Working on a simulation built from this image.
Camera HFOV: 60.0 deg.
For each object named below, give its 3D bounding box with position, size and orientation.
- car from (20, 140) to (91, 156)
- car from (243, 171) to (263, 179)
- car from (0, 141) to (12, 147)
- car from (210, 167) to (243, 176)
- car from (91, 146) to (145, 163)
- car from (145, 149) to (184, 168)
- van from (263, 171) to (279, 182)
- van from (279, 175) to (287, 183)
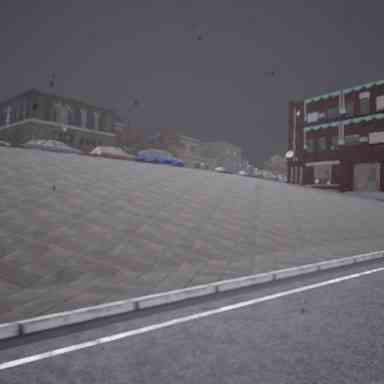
[{"bbox_3d":[-11.111,-3.330,26.685,4.892,1.521,2.231,2,-1,-44],"label":"car"},{"bbox_3d":[7.646,-2.171,47.199,2.002,1.452,4.674,1,-2,40],"label":"car"},{"bbox_3d":[-15.015,-3.449,22.925,4.674,1.452,2.002,2,-1,-43],"label":"car"},{"bbox_3d":[4.080,-2.437,42.965,2.002,1.452,4.674,1,-2,41],"label":"car"},{"bbox_3d":[-7.139,-3.273,30.686,2.185,1.767,4.553,0,-2,45],"label":"car"},{"bbox_3d":[-3.259,-3.195,34.739,2.435,2.045,5.566,1,-2,44],"label":"car"},{"bbox_3d":[11.241,-2.142,51.594,1.878,1.987,4.442,1,-2,39],"label":"van"},{"bbox_3d":[14.630,-1.833,55.964,1.878,1.987,4.442,1,-3,38],"label":"van"}]
